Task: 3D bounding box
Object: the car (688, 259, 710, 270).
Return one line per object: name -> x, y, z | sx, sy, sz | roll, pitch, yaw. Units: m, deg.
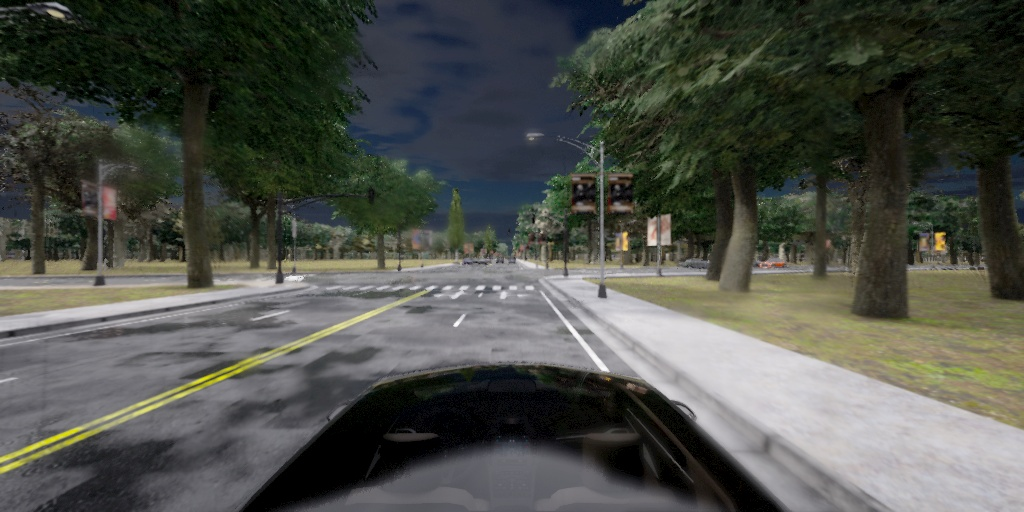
car -> 30.609, 1.432, 55.772 | 5.357, 1.411, 2.033 | 0, 0, -22
